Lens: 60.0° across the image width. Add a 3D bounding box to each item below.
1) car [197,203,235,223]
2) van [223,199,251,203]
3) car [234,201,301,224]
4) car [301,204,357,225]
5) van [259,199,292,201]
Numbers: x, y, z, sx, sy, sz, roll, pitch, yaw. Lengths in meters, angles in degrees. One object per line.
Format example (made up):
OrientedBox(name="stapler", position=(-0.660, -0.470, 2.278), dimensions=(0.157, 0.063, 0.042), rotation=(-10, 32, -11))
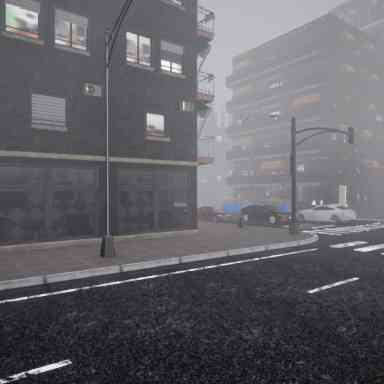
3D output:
OrientedBox(name="car", position=(1.653, 1.874, 28.643), dimensions=(1.802, 1.307, 4.206), rotation=(-1, 0, -37))
OrientedBox(name="van", position=(5.038, 1.676, 38.090), dimensions=(1.690, 1.788, 3.998), rotation=(-1, 0, -37))
OrientedBox(name="car", position=(6.015, 1.737, 27.078), dimensions=(1.837, 1.490, 4.892), rotation=(0, -1, -35))
OrientedBox(name="car", position=(10.460, 1.702, 26.157), dimensions=(1.812, 1.442, 4.674), rotation=(-1, 0, -40))
OrientedBox(name="van", position=(8.372, 1.602, 33.588), dimensions=(1.690, 1.788, 3.998), rotation=(-1, 0, -37))
